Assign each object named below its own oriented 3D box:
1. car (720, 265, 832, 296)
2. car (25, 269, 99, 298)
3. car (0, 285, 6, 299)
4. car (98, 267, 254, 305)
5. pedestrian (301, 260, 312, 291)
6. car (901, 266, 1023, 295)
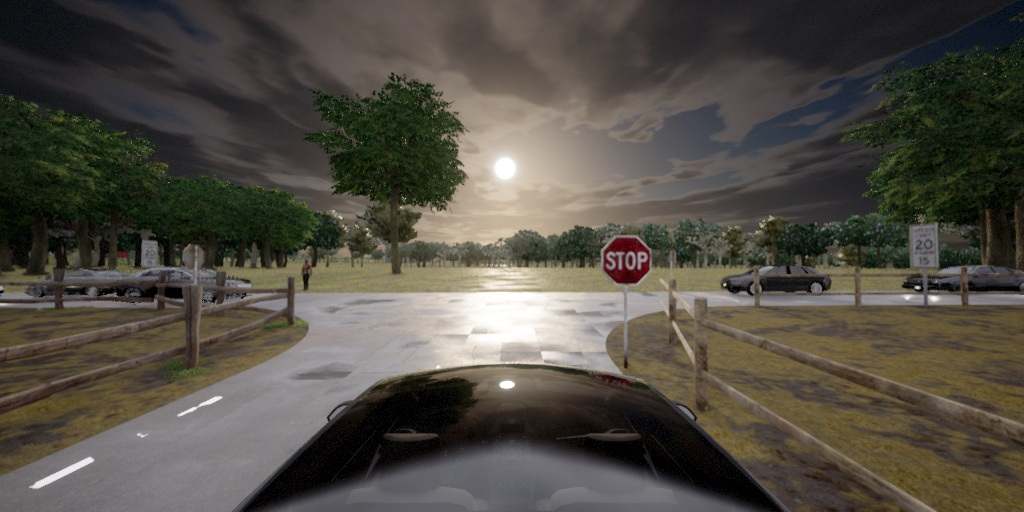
[{"bbox_3d":[13.125,1.194,18.013,4.892,1.490,1.837,0,-1,1],"label":"car"},{"bbox_3d":[-21.387,1.338,18.013,4.181,1.385,1.994,0,-1,0],"label":"car"},{"bbox_3d":[-24.579,1.232,15.103,4.674,1.442,1.812,0,-1,0],"label":"car"},{"bbox_3d":[-13.637,1.203,15.107,4.902,1.511,2.128,0,-1,0],"label":"car"},{"bbox_3d":[-12.123,1.106,21.087,0.375,1.860,0.375,0,-1,0],"label":"pedestrian"},{"bbox_3d":[22.955,1.187,17.854,5.357,1.411,2.033,0,-1,2],"label":"car"}]
